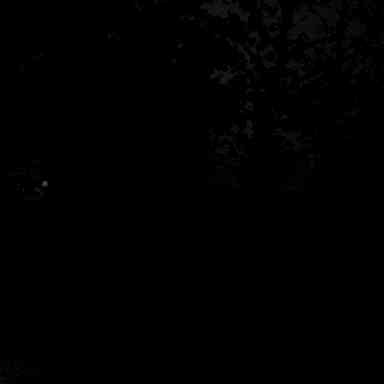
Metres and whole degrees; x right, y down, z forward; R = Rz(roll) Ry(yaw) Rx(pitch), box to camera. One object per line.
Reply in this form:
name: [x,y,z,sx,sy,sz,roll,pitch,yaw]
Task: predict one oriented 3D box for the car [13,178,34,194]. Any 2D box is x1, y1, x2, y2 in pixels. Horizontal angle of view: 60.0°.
car: [-17.365,-0.687,34.480,2.128,1.511,4.902,3,4,-26]
